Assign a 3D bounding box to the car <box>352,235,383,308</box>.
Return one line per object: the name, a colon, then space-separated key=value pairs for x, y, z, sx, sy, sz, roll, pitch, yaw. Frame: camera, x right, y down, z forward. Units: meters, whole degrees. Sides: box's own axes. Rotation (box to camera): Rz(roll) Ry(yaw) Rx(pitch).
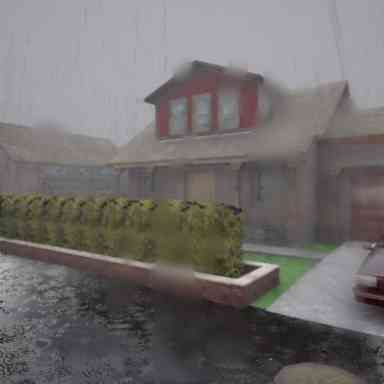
car: x=4.924 y=1.356 z=6.971 sx=2.033 sy=1.415 sz=5.357 roll=1 pitch=0 yaw=38
